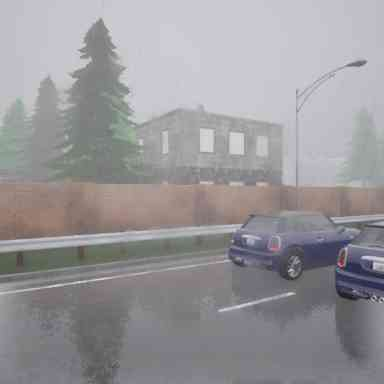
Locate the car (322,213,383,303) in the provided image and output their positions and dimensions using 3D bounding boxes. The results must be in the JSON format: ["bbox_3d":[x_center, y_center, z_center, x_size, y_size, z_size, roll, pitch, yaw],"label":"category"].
[{"bbox_3d":[5.139,1.352,7.057,4.553,1.767,2.097,0,0,-33],"label":"car"}]

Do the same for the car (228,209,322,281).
[{"bbox_3d":[3.357,1.352,10.073,4.553,1.767,2.097,0,0,-33],"label":"car"}]
